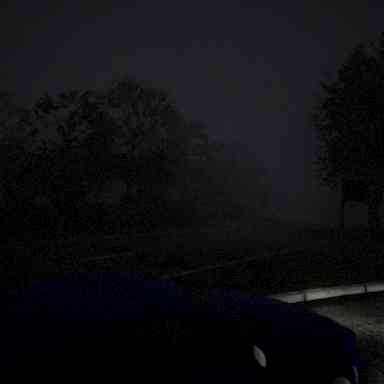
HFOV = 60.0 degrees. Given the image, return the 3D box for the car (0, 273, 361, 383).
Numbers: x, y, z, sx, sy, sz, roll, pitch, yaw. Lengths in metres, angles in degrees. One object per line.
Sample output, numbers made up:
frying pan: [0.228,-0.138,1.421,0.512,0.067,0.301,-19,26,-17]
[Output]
car: [-0.579,1.482,2.777,5.008,1.535,1.882,1,0,-34]
